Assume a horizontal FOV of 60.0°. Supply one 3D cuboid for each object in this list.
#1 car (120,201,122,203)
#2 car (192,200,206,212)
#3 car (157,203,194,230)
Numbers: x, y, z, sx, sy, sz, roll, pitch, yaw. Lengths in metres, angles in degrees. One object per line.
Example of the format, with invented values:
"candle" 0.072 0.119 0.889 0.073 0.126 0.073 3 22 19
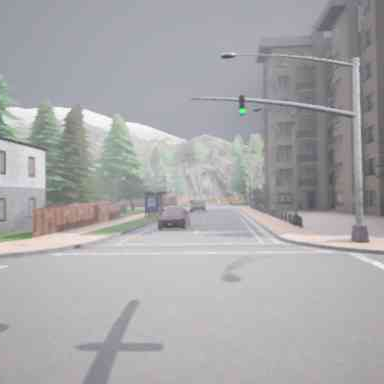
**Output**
"car" -17.780 2.621 81.822 1.932 1.855 4.605 -1 -1 4
"car" 0.945 1.960 48.947 2.097 1.767 4.553 -1 -1 5
"car" -1.229 1.846 24.063 1.882 1.535 5.008 -1 -1 5
